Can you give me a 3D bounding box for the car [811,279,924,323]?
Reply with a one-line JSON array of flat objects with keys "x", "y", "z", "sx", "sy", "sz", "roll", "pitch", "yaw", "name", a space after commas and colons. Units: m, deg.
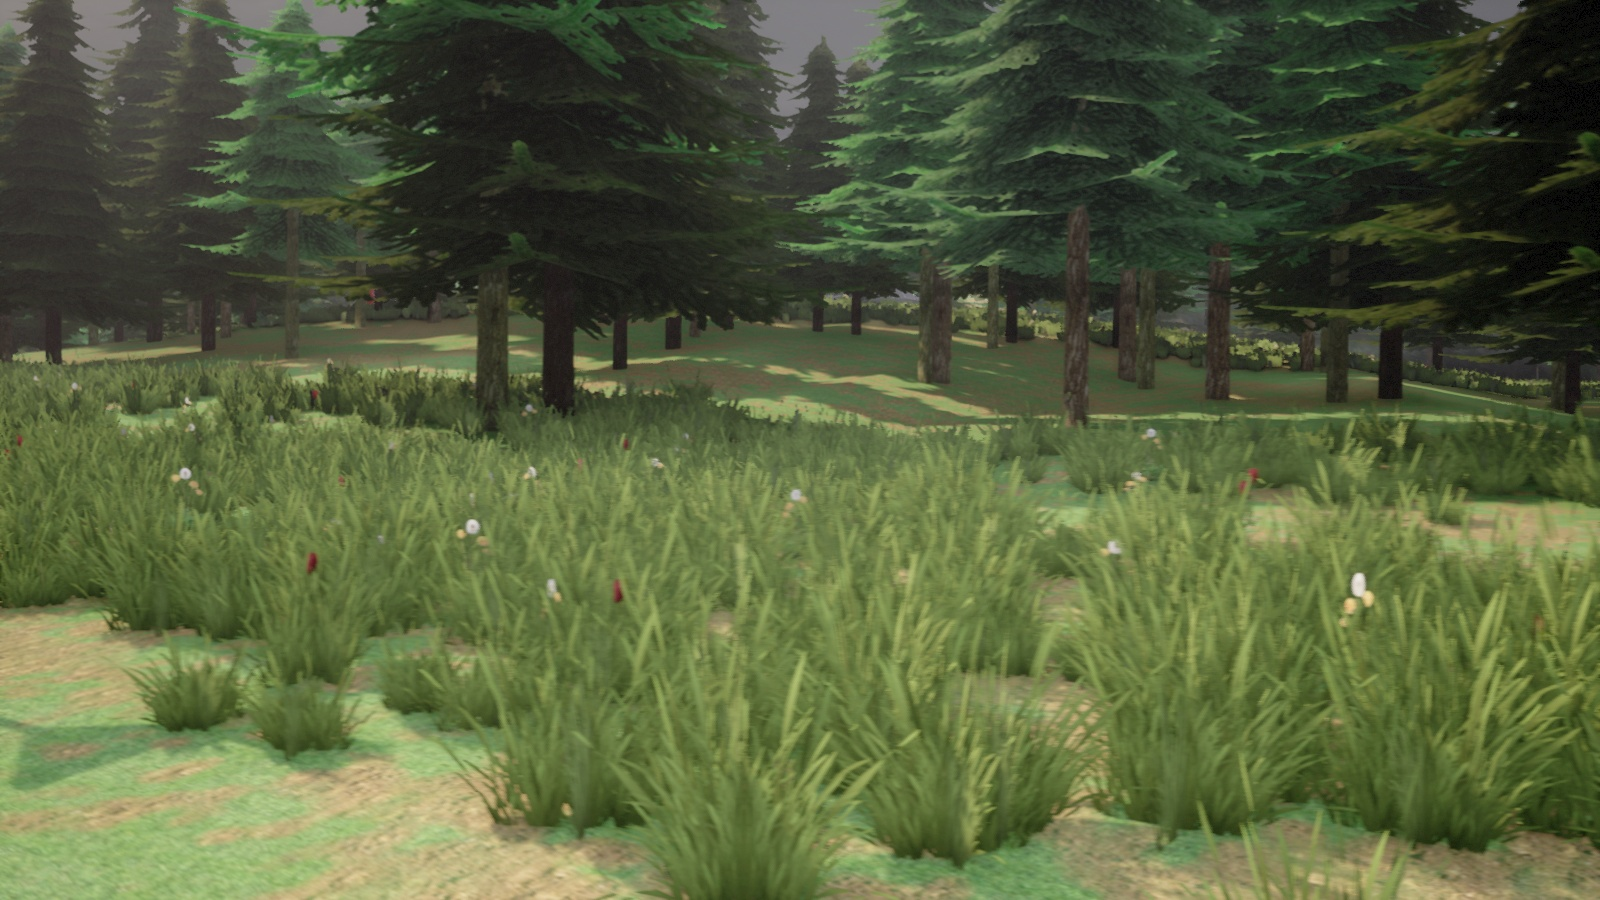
[{"x": 3.031, "y": -6.712, "z": 56.702, "sx": 4.892, "sy": 1.490, "sz": 1.837, "roll": 5, "pitch": 2, "yaw": 2, "name": "car"}]
